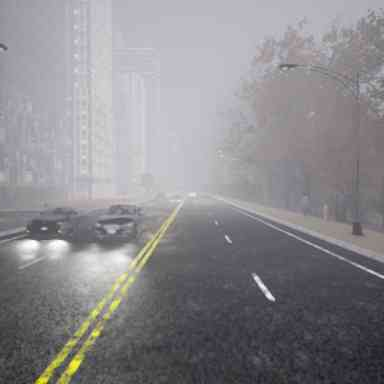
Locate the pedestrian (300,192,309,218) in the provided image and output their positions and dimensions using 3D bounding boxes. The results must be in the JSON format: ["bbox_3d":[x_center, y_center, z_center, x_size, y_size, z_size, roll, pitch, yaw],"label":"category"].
[{"bbox_3d":[8.006,0.936,23.656,0.375,1.860,0.375,0,1,0],"label":"pedestrian"}]

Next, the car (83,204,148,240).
[{"bbox_3d":[-3.300,1.350,16.184,2.128,1.511,4.902,0,0,1],"label":"car"}]

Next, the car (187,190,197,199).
[{"bbox_3d":[-0.013,0.547,79.178,2.150,2.045,5.566,0,0,0],"label":"car"}]

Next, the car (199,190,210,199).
[{"bbox_3d":[3.236,0.848,79.150,2.128,1.511,4.902,0,0,0],"label":"car"}]

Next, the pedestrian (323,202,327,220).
[{"bbox_3d":[9.005,1.226,22.461,0.375,1.300,0.375,0,1,0],"label":"pedestrian"}]

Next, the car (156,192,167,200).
[{"bbox_3d":[-6.513,0.754,70.864,2.097,1.767,4.553,0,0,0],"label":"car"}]

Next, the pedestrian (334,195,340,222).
[{"bbox_3d":[9.999,1.117,23.059,0.375,1.860,0.375,0,1,0],"label":"pedestrian"}]

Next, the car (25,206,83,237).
[{"bbox_3d":[-6.547,1.418,16.710,1.994,1.385,4.181,0,0,1],"label":"car"}]

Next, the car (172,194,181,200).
[{"bbox_3d":[-3.262,0.994,70.807,1.895,1.301,4.718,0,0,0],"label":"car"}]

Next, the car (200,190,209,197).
[{"bbox_3d":[3.236,0.351,89.570,2.150,2.045,5.566,0,0,0],"label":"car"}]
